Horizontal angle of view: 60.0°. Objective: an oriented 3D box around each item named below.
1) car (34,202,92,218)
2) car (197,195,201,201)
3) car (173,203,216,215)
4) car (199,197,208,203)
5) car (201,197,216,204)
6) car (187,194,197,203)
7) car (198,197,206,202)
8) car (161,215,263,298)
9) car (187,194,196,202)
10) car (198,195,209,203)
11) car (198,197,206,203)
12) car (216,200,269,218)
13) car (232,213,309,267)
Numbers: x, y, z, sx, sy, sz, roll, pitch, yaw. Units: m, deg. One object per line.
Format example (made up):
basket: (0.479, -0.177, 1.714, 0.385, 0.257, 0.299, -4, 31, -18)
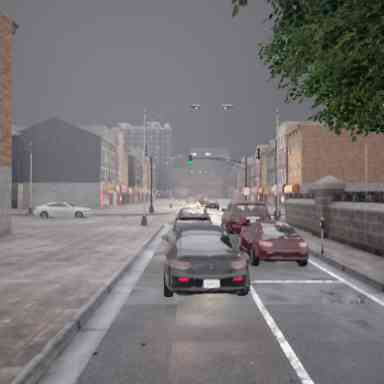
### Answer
car: (-10.911, 1.559, 28.293, 4.674, 1.442, 1.812, 0, -1, -2)
car: (2.554, 1.529, 64.896, 2.192, 1.841, 5.009, 1, 0, 0)
car: (0.038, 1.528, 17.168, 2.128, 1.511, 4.902, 0, 0, -1)
car: (2.536, 1.851, 75.769, 1.802, 1.307, 4.206, 0, 0, 0)
car: (2.584, 1.663, 43.146, 1.887, 1.381, 4.507, 1, 0, 0)
car: (-0.103, 1.612, 73.357, 2.097, 1.767, 4.553, 0, 0, 0)
car: (2.521, 1.882, 86.644, 2.008, 1.369, 4.403, 0, 0, 0)
car: (0.206, 1.541, 8.479, 1.812, 1.442, 4.674, 0, 0, -4)
car: (-0.118, 1.539, 83.660, 2.150, 2.045, 5.566, 0, 0, 0)
car: (2.560, 1.733, 59.458, 1.887, 1.381, 4.507, 1, 0, 0)
car: (2.529, 1.881, 81.207, 1.802, 1.307, 4.206, 0, 0, 0)
car: (2.624, 1.349, 16.716, 2.192, 1.841, 5.009, 1, 0, 0)
car: (2.629, 1.603, 11.267, 1.802, 1.307, 4.206, 1, 0, 0)
